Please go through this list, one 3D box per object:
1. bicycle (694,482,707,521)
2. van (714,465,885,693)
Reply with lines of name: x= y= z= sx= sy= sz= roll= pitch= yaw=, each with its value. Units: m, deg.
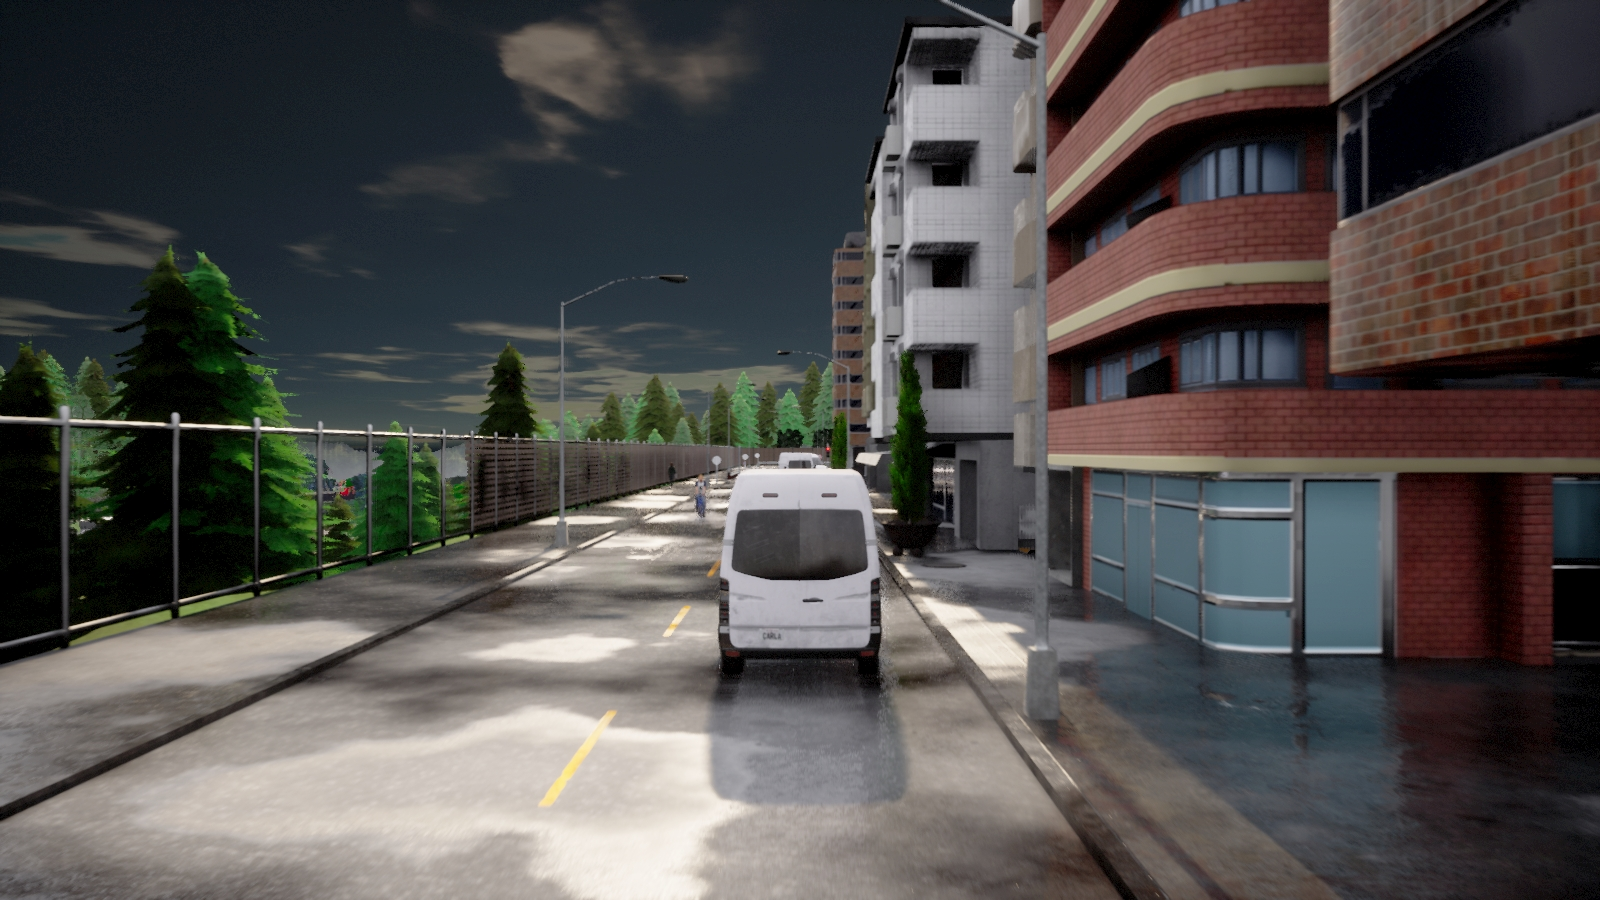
bicycle: x=-4.008 y=2.056 z=46.083 sx=0.373 sy=1.496 sz=1.643 roll=0 pitch=0 yaw=0
van: x=-0.008 y=1.534 z=16.190 sx=1.988 sy=2.561 sz=5.915 roll=0 pitch=0 yaw=0
